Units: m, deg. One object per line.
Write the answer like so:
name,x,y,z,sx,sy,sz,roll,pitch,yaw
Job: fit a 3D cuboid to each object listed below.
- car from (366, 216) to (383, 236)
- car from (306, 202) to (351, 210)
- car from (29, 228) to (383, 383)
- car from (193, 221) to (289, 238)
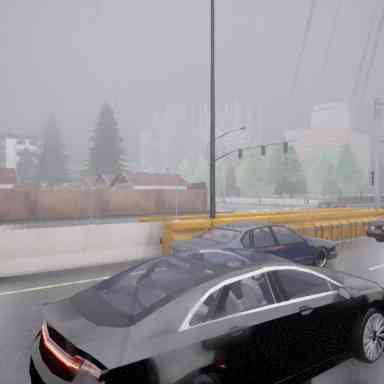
car,10.056,1.547,15.179,5.357,1.411,2.033,0,0,-35
car,9.479,1.501,23.479,4.902,1.511,2.128,0,0,-35
car,0.665,1.492,4.215,4.902,1.511,2.128,0,0,-35
car,1.856,1.547,9.359,5.357,1.411,2.033,0,0,-35
